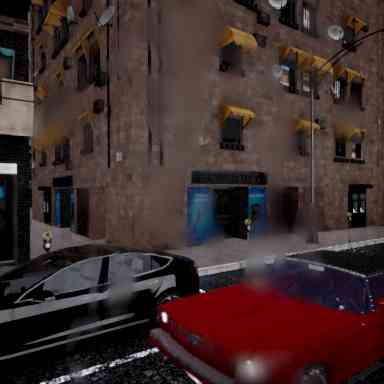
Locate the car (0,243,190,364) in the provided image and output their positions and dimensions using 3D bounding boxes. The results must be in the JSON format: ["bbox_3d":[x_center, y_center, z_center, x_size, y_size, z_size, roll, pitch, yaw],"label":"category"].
[{"bbox_3d":[-1.852,1.566,5.244,4.313,1.339,1.947,0,0,-36],"label":"car"}]

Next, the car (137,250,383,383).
[{"bbox_3d":[1.828,1.600,4.683,4.718,1.301,1.895,0,0,-36],"label":"car"}]
